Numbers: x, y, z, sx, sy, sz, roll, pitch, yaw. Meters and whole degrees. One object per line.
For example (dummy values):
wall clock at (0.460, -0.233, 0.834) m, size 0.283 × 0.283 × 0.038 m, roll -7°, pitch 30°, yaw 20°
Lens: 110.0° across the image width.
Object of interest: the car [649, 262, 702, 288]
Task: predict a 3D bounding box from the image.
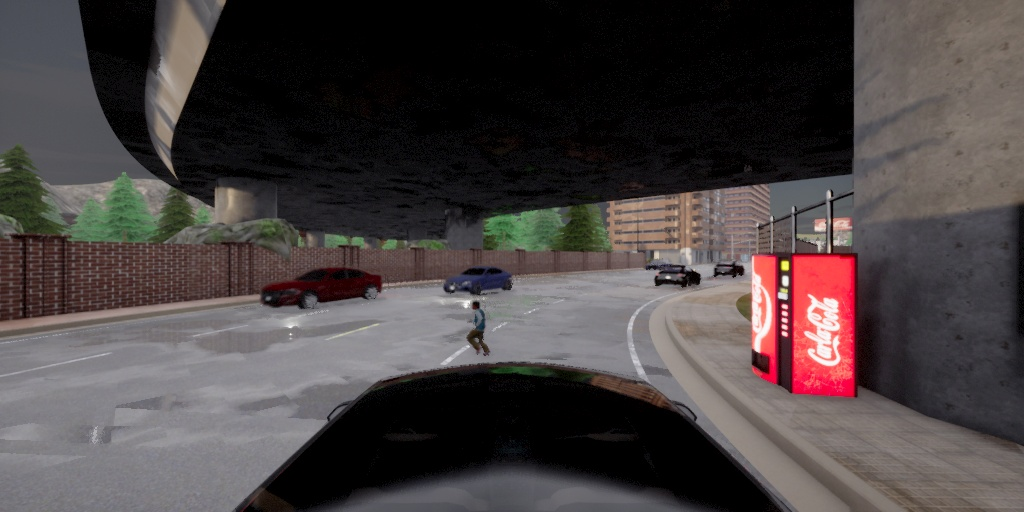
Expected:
car at (11.121, 1.312, 23.915) m, size 1.994 × 1.385 × 4.181 m, roll 0°, pitch 0°, yaw 42°

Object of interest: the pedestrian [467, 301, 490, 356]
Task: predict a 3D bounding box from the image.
pedestrian at (-0.647, 1.424, 7.105) m, size 0.500 × 1.100 × 0.500 m, roll 0°, pitch 0°, yaw 12°

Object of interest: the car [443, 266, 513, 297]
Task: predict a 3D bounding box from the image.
car at (-1.676, 1.275, 19.368) m, size 1.812 × 1.442 × 4.674 m, roll 0°, pitch 0°, yaw 32°

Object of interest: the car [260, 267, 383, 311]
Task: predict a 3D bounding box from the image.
car at (-7.660, 1.227, 14.953) m, size 1.882 × 1.535 × 5.008 m, roll 0°, pitch 0°, yaw 22°

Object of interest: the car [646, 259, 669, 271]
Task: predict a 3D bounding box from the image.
car at (19.949, 1.164, 48.744) m, size 2.097 × 1.767 × 4.553 m, roll 0°, pitch 0°, yaw 44°

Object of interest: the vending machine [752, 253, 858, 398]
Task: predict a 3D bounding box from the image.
vending machine at (4.216, 0.945, 5.275) m, size 1.100 × 2.100 × 0.880 m, roll 0°, pitch 0°, yaw 11°

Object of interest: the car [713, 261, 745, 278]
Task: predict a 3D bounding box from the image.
car at (20.697, 1.240, 34.131) m, size 2.128 × 1.511 × 4.902 m, roll 0°, pitch 0°, yaw 43°
